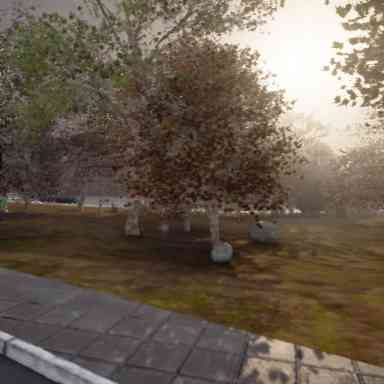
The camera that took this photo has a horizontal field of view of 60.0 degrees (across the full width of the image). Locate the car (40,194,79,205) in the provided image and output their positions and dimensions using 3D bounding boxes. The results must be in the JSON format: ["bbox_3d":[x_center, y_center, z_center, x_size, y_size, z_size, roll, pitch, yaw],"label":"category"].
[{"bbox_3d":[-15.935,0.880,40.202,1.895,1.301,4.718,4,-2,44],"label":"car"}]
